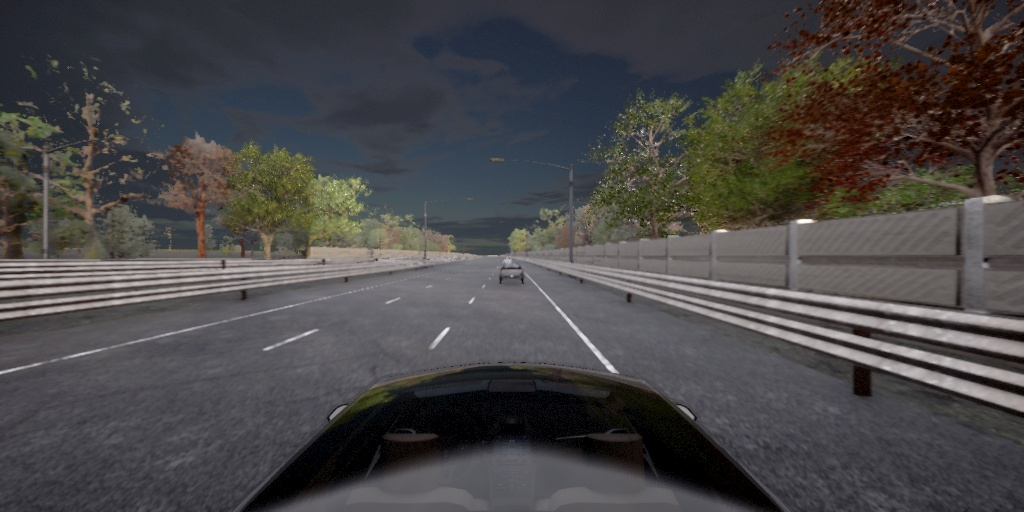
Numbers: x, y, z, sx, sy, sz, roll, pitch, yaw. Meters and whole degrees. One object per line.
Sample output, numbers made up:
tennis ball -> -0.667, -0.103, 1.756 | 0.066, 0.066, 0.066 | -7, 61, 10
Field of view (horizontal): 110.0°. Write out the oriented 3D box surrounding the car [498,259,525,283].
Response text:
car -> -0.036, 1.200, 27.300 | 2.128, 1.511, 4.902 | 0, 0, 0
